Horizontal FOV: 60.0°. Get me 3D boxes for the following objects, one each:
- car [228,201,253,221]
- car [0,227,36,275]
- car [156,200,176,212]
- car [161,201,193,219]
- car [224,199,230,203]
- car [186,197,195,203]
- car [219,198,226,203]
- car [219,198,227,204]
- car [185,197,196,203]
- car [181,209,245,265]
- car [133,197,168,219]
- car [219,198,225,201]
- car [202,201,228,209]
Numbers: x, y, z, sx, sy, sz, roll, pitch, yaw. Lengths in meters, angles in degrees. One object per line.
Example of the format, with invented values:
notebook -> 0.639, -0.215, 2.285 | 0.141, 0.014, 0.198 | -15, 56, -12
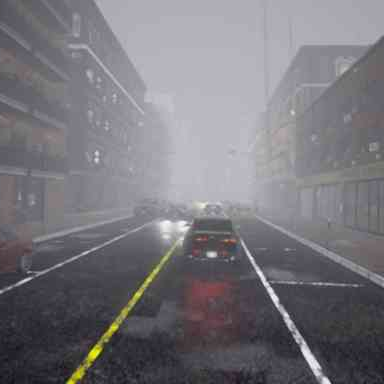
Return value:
car -> 4.475, 1.815, 30.005 | 1.752, 1.417, 4.829 | 2, 0, 4
car -> -5.332, 1.500, 7.874 | 1.802, 1.307, 4.206 | 2, 0, 4
car -> -3.180, 1.716, 41.623 | 1.887, 1.381, 4.507 | 2, 0, 4
car -> -1.284, 1.753, 30.446 | 1.895, 1.301, 4.718 | 1, 0, 4
car -> 5.181, 1.917, 41.085 | 1.887, 1.381, 4.507 | 2, 0, 4
car -> -0.312, 2.054, 86.620 | 2.008, 1.369, 4.403 | 2, 0, 4
car -> 8.407, 2.311, 91.706 | 1.947, 1.339, 4.313 | 2, 0, 4
car -> 8.061, 2.230, 86.251 | 1.752, 1.417, 4.829 | 2, 0, 4
car -> -0.670, 2.013, 80.995 | 2.008, 1.369, 4.403 | 2, 0, 4
car -> 0.741, 1.597, 12.128 | 1.837, 1.490, 4.892 | 1, 0, 4
car -> -3.890, 1.403, 30.375 | 2.192, 1.841, 5.009 | 2, 0, 4
car -> 6.615, 2.090, 63.583 | 2.008, 1.369, 4.403 | 2, 0, 4
car -> 1.839, 1.769, 29.370 | 2.033, 1.411, 5.357 | 1, 0, 4
